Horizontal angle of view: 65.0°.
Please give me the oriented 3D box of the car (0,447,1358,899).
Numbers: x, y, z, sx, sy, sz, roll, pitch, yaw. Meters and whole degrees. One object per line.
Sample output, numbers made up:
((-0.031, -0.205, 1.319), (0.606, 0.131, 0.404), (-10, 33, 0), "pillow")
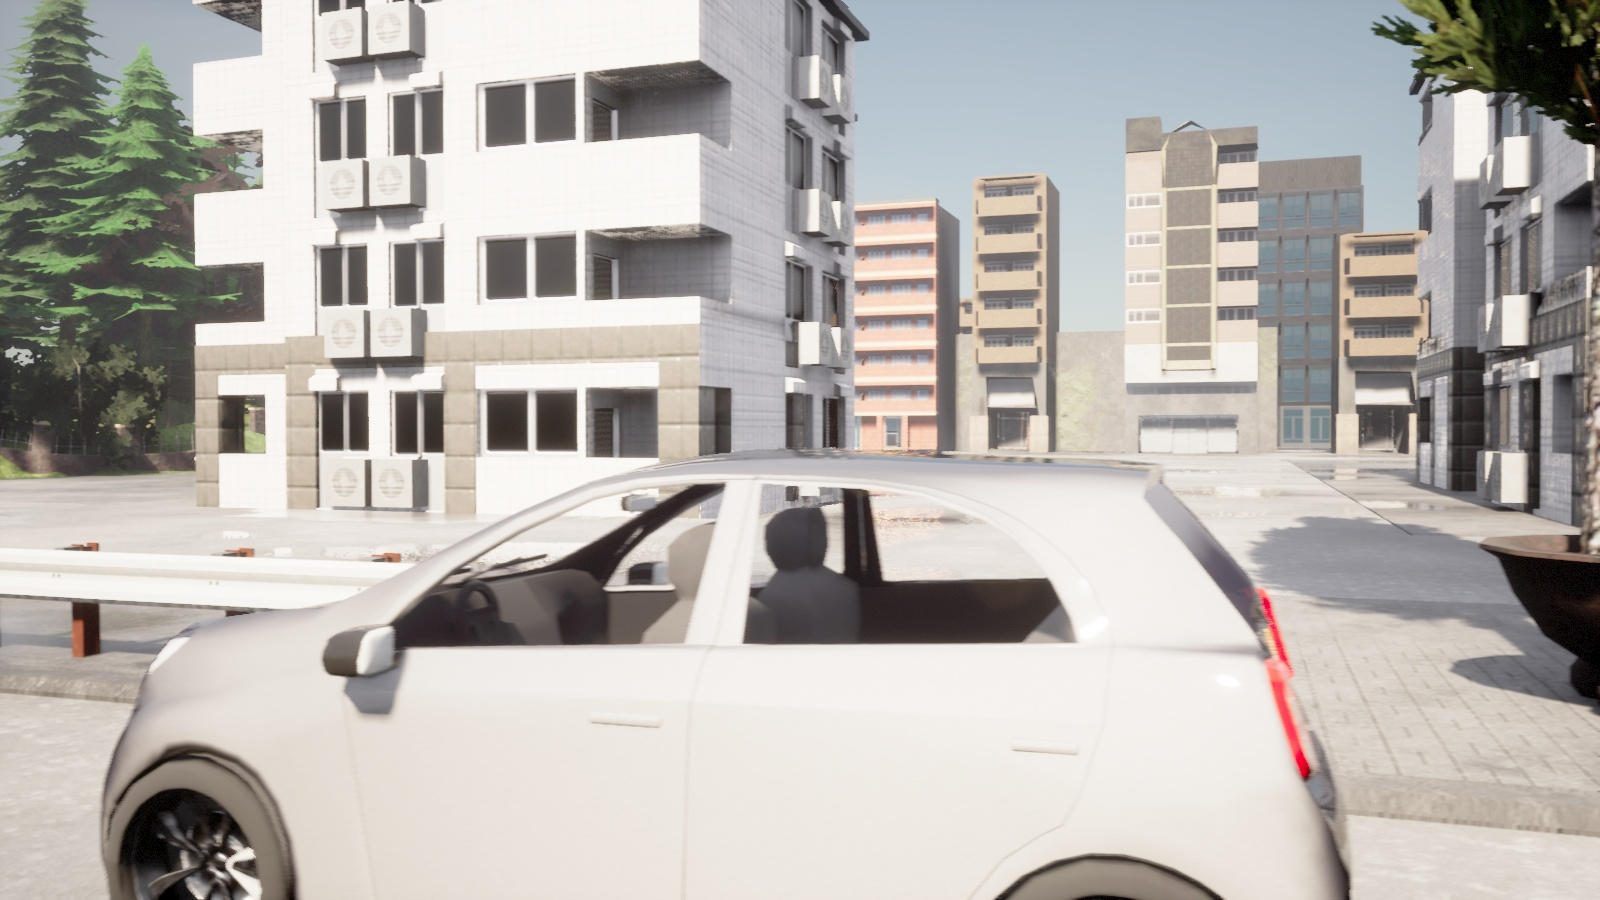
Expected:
((-0.365, 0.773, 3.856), (3.633, 1.501, 1.845), (1, 1, 19), "car")
